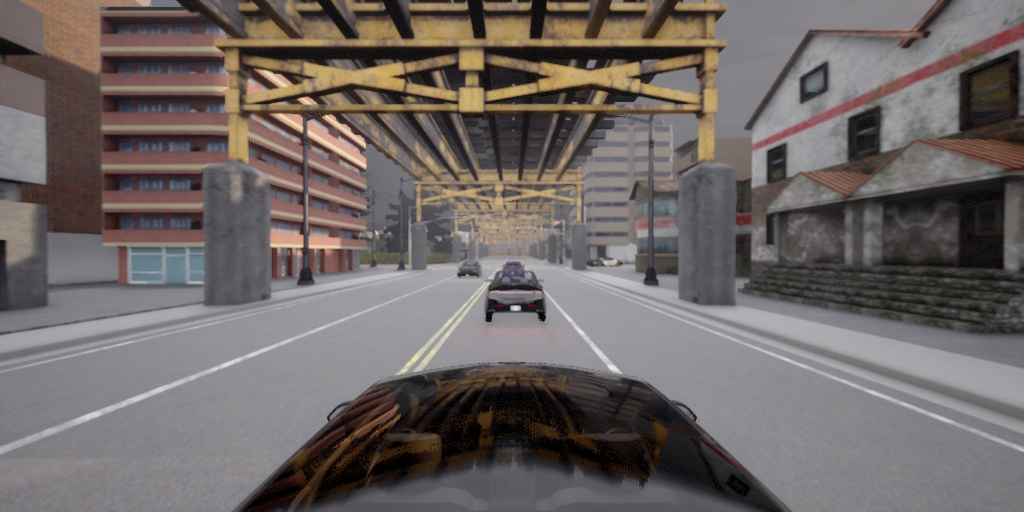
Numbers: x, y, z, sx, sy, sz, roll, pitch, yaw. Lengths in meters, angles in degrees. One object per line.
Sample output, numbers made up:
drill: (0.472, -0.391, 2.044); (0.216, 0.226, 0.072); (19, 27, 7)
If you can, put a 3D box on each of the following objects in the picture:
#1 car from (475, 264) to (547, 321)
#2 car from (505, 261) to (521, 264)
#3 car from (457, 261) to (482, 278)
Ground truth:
car: (0.104, 1.222, 12.387); (2.128, 1.511, 4.902); (0, 0, 0)
car: (0.108, 1.137, 29.442); (1.812, 1.442, 4.674); (0, 1, 0)
car: (-3.578, 1.140, 31.388); (2.033, 1.411, 5.357); (0, 1, 0)
